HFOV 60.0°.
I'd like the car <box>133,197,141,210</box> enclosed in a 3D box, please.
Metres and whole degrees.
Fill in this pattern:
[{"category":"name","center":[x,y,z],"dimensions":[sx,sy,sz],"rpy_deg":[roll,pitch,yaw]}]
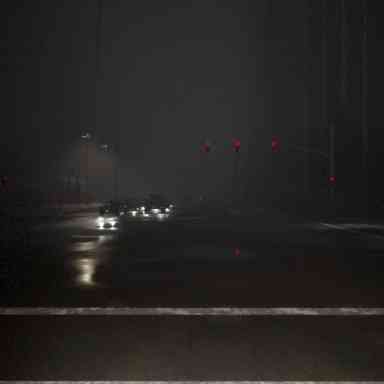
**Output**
[{"category":"car","center":[-7.714,1.478,42.178],"dimensions":[1.882,1.535,5.008],"rpy_deg":[0,0,-1]}]

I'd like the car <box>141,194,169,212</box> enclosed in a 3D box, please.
[{"category":"car","center":[-4.176,1.221,38.508],"dimensions":[2.150,2.045,5.566],"rpy_deg":[0,0,-1]}]

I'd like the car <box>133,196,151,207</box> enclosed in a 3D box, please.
[{"category":"car","center":[-7.809,1.491,52.562],"dimensions":[2.128,1.511,4.902],"rpy_deg":[0,0,-1]}]

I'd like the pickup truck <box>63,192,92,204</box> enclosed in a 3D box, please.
[{"category":"pickup truck","center":[-20.910,1.059,60.027],"dimensions":[2.390,2.098,6.274],"rpy_deg":[0,0,30]}]

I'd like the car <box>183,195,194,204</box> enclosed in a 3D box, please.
[{"category":"car","center":[-0.741,1.352,65.389],"dimensions":[2.097,1.767,4.553],"rpy_deg":[0,0,-1]}]

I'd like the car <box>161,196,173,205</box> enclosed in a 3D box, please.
[{"category":"car","center":[-4.352,1.478,58.895],"dimensions":[1.882,1.535,5.008],"rpy_deg":[0,0,0]}]

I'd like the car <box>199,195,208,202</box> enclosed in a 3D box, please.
[{"category":"car","center":[2.564,1.524,75.187],"dimensions":[1.812,1.442,4.674],"rpy_deg":[0,0,-1]}]

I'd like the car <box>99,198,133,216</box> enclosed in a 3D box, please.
[{"category":"car","center":[-7.696,1.491,32.875],"dimensions":[2.128,1.511,4.902],"rpy_deg":[0,0,2]}]

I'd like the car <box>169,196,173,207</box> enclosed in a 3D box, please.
[{"category":"car","center":[-4.268,1.601,48.455],"dimensions":[1.895,1.301,4.718],"rpy_deg":[0,0,-1]}]

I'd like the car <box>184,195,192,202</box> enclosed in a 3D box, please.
[{"category":"car","center":[-0.938,1.478,75.392],"dimensions":[1.882,1.535,5.008],"rpy_deg":[0,0,-1]}]

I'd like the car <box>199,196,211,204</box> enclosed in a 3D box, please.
[{"category":"car","center":[2.765,1.491,64.803],"dimensions":[2.128,1.511,4.902],"rpy_deg":[0,0,-1]}]
